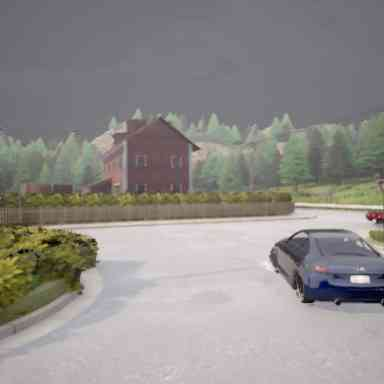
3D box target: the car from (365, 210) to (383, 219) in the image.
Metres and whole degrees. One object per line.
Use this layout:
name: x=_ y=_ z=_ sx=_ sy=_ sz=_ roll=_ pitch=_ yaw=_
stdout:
car: x=14.344 y=1.602 z=22.159 sx=4.718 sy=1.301 sz=1.895 roll=0 pitch=0 yaw=-2

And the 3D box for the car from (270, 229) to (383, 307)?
car: x=3.223 y=1.579 z=8.106 sx=1.994 sy=1.385 sz=4.181 roll=0 pitch=0 yaw=4
